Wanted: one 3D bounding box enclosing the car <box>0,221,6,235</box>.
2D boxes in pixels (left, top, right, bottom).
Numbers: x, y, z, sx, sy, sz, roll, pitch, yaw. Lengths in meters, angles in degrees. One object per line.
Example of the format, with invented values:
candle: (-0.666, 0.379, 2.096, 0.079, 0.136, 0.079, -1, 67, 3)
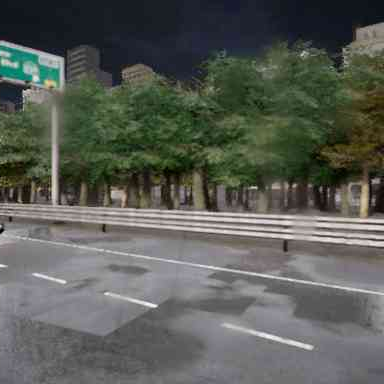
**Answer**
car: (-11.028, 1.600, 16.050, 4.718, 1.301, 1.895, 0, 0, 36)
